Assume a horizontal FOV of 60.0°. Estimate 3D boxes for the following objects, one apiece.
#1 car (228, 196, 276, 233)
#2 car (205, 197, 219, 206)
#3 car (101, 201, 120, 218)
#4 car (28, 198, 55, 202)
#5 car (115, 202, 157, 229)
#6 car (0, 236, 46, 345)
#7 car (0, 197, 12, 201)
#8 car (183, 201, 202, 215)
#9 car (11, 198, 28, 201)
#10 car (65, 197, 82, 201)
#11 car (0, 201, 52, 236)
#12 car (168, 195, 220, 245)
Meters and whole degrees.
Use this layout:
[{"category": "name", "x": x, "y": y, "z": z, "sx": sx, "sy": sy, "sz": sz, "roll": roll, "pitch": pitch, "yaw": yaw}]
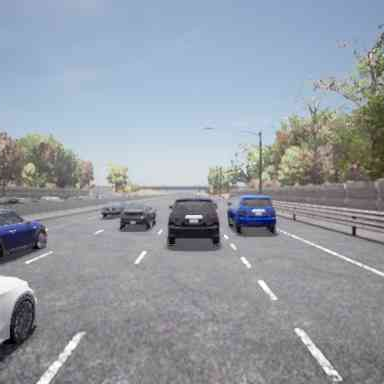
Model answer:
[{"category": "car", "x": 3.452, "y": 1.240, "z": 19.951, "sx": 2.150, "sy": 2.045, "sz": 5.566, "roll": 0, "pitch": 0, "yaw": 0}, {"category": "car", "x": 3.365, "y": 1.619, "z": 56.541, "sx": 2.033, "sy": 1.411, "sz": 5.357, "roll": 0, "pitch": 0, "yaw": 0}, {"category": "car", "x": -6.975, "y": 1.583, "z": 30.963, "sx": 2.033, "sy": 1.411, "sz": 5.357, "roll": 0, "pitch": 0, "yaw": 0}, {"category": "car", "x": -21.192, "y": 1.662, "z": 47.928, "sx": 1.895, "sy": 1.301, "sz": 4.718, "roll": 0, "pitch": 0, "yaw": 0}, {"category": "car", "x": -3.451, "y": 1.529, "z": 21.834, "sx": 1.837, "sy": 1.490, "sz": 4.892, "roll": 0, "pitch": 0, "yaw": 0}, {"category": "car", "x": -3.408, "y": 1.529, "z": 3.429, "sx": 1.812, "sy": 1.442, "sz": 4.674, "roll": 0, "pitch": 0, "yaw": 0}, {"category": "car", "x": -28.182, "y": 1.545, "z": 50.769, "sx": 1.882, "sy": 1.535, "sz": 5.008, "roll": 0, "pitch": 0, "yaw": 0}, {"category": "car", "x": 0.017, "y": 1.642, "z": 35.997, "sx": 1.895, "sy": 1.301, "sz": 4.718, "roll": 0, "pitch": 0, "yaw": 0}, {"category": "car", "x": -24.691, "y": 1.629, "z": 50.009, "sx": 1.994, "sy": 1.385, "sz": 4.181, "roll": 0, "pitch": 0, "yaw": 0}, {"category": "car", "x": -17.687, "y": 1.571, "z": 49.845, "sx": 1.837, "sy": 1.490, "sz": 4.892, "roll": 0, "pitch": -1, "yaw": 0}, {"category": "car", "x": -6.927, "y": 1.363, "z": 11.590, "sx": 2.097, "sy": 1.767, "sz": 4.553, "roll": 0, "pitch": 0, "yaw": 0}, {"category": "car", "x": 0.068, "y": 1.238, "z": 15.670, "sx": 2.150, "sy": 2.045, "sz": 5.566, "roll": 0, "pitch": 0, "yaw": 0}]
